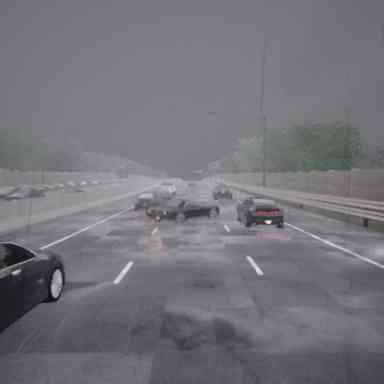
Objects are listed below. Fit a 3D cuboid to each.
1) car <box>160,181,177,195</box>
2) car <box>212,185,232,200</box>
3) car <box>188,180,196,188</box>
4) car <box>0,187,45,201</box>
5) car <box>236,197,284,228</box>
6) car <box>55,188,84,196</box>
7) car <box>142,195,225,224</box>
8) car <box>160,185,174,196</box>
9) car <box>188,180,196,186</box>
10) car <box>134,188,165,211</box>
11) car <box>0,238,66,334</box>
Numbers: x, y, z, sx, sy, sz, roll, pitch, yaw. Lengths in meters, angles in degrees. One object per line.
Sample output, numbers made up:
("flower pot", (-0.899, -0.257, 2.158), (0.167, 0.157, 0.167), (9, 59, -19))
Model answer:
("car", (-3.510, -0.557, 48.931), (2.150, 2.045, 5.566), (0, 3, 0))
("car", (3.591, -0.033, 40.445), (2.097, 1.767, 4.553), (0, 3, 0))
("car", (-0.016, -1.785, 77.770), (1.837, 1.490, 4.892), (0, 3, 0))
("car", (-17.590, 0.380, 35.430), (2.033, 1.411, 5.357), (0, 2, 0))
("car", (3.597, 1.041, 18.039), (1.837, 1.490, 4.892), (0, 2, 0))
("car", (-14.095, 0.241, 38.645), (2.033, 1.411, 5.357), (0, 2, 0))
("car", (-0.375, 1.063, 19.669), (1.895, 1.301, 4.718), (2, 3, 42))
("car", (-3.508, 0.288, 37.923), (1.994, 1.385, 4.181), (0, 2, 0))
("car", (-0.017, -2.310, 87.892), (2.128, 1.511, 4.902), (0, 3, 0))
("car", (-3.505, 0.707, 26.927), (1.812, 1.442, 4.674), (0, 2, 0))
("car", (-3.501, 1.410, 4.945), (1.837, 1.490, 4.892), (0, 1, 0))
